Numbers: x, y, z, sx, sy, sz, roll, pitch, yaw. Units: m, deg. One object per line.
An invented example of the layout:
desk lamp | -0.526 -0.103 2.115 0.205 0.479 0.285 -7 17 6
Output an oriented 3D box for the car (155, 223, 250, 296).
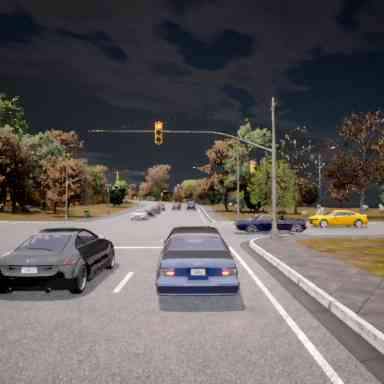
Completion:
car | 0.069 1.647 8.945 2.033 1.411 5.357 0 -1 -1

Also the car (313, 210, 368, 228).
car | 12.964 2.368 29.675 5.008 1.535 1.882 0 -3 -2

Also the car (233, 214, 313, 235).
car | 5.225 2.153 22.349 4.718 1.301 1.895 0 -3 0

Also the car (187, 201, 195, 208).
car | -0.324 3.243 88.005 1.882 1.535 5.008 0 0 -4

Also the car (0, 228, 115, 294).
car | -3.445 1.665 9.054 1.994 1.385 4.181 0 -1 0

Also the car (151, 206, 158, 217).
car | -7.232 3.470 55.271 1.895 1.301 4.718 0 -1 0

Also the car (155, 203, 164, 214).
car | -7.206 3.535 65.018 2.033 1.411 5.357 0 0 0

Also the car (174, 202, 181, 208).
car | -3.847 3.428 88.263 1.837 1.490 4.892 0 0 -4

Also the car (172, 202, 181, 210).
car | -3.704 3.485 78.287 1.812 1.442 4.674 0 0 0

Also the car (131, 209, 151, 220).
car | -7.226 3.145 46.251 1.812 1.442 4.674 0 -2 0

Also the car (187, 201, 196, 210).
car | -0.202 3.310 77.827 2.097 1.767 4.553 0 0 0
